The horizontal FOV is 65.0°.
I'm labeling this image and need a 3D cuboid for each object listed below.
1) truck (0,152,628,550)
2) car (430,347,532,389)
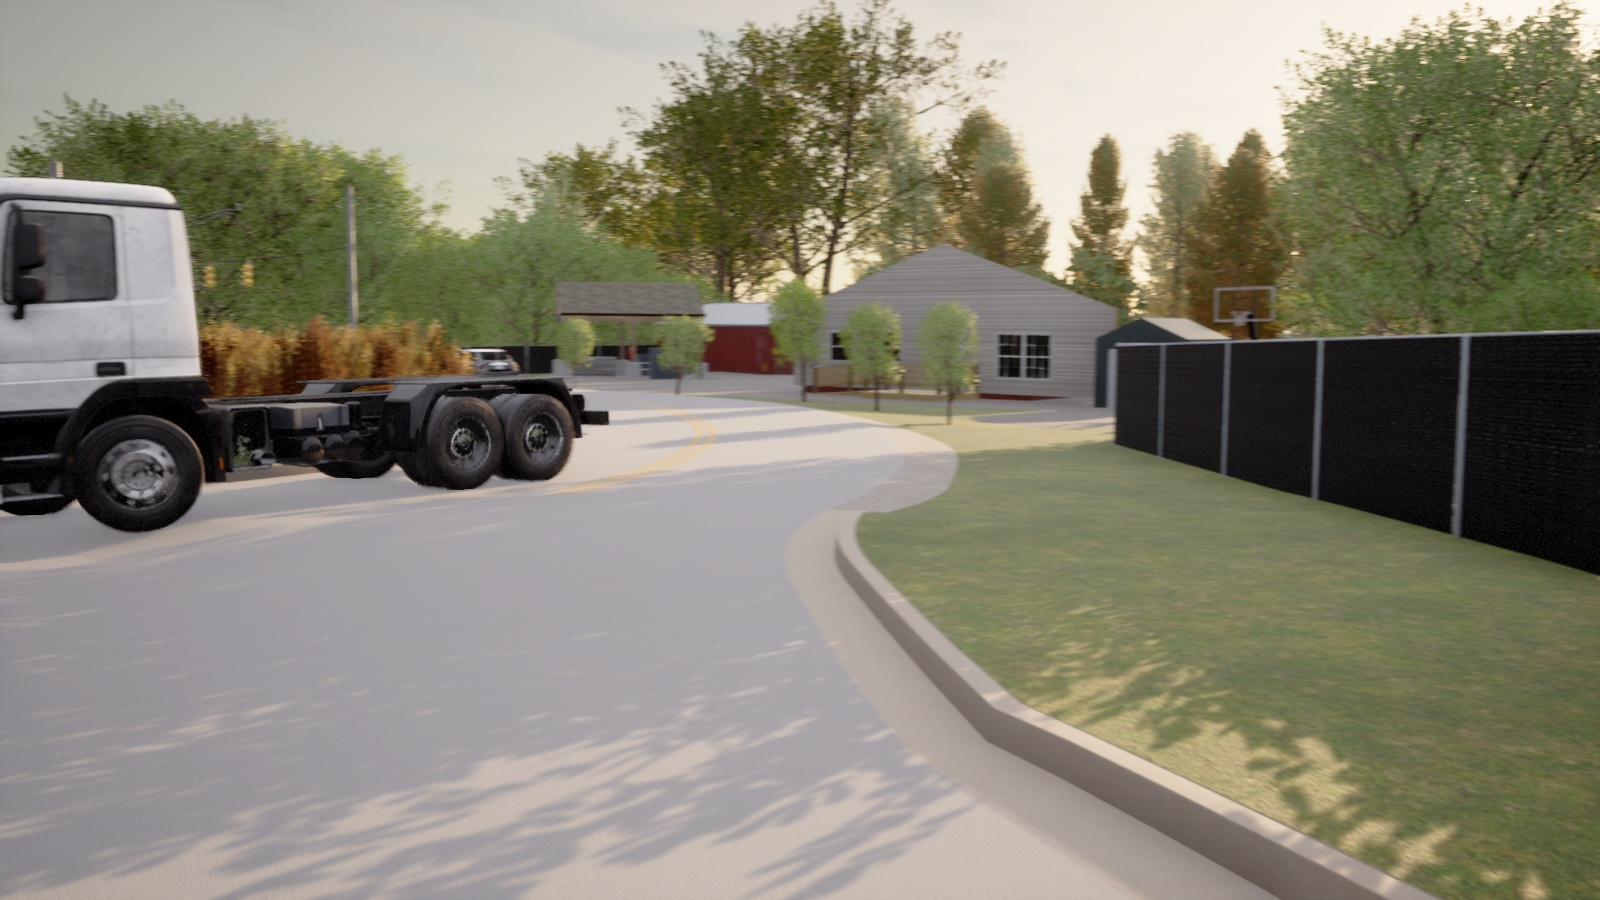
[{"bbox_3d":[-5.942,-1.181,14.600,2.891,3.462,7.936,3,6,38],"label":"truck"},{"bbox_3d":[-11.885,-3.073,46.652,3.806,1.475,1.970,5,7,45],"label":"car"}]
